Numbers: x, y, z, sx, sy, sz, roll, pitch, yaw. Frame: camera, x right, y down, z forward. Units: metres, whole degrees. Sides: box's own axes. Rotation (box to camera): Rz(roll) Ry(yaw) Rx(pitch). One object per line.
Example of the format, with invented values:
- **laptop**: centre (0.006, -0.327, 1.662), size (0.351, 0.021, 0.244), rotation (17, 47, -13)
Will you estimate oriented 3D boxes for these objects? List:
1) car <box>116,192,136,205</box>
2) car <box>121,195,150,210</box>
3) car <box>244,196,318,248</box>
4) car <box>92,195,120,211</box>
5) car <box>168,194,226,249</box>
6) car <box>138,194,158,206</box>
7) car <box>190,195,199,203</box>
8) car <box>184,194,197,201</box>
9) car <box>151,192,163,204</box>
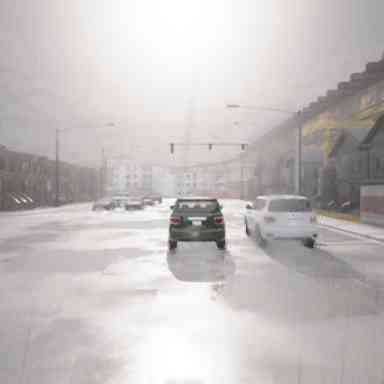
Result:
- **car**: centre (-10.211, 1.078, 49.112), size (2.150, 2.045, 5.566), rotation (0, 0, 1)
- **car**: centre (-6.821, 1.426, 40.646), size (2.033, 1.411, 5.357), rotation (0, 0, 0)
- **car**: centre (3.704, 1.168, 14.690), size (2.150, 2.045, 5.566), rotation (0, 0, 1)
- **car**: centre (-10.325, 1.414, 39.448), size (1.812, 1.442, 4.674), rotation (0, 0, 1)
- **car**: centre (0.195, 1.175, 14.368), size (2.150, 2.045, 5.566), rotation (0, 0, 0)
- **car**: centre (-6.701, 1.374, 49.924), size (1.812, 1.442, 4.674), rotation (0, 0, 0)
- **car**: centre (0.501, 1.290, 65.755), size (1.837, 1.490, 4.892), rotation (0, 0, 0)
- **car**: centre (-0.387, 1.269, 78.967), size (2.128, 1.511, 4.902), rotation (0, 0, -13)
- **car**: centre (-6.621, 1.035, 60.537), size (2.150, 2.045, 5.566), rotation (0, 0, 0)
